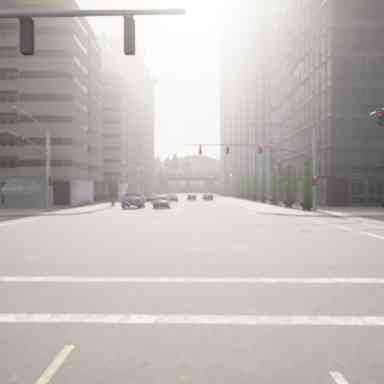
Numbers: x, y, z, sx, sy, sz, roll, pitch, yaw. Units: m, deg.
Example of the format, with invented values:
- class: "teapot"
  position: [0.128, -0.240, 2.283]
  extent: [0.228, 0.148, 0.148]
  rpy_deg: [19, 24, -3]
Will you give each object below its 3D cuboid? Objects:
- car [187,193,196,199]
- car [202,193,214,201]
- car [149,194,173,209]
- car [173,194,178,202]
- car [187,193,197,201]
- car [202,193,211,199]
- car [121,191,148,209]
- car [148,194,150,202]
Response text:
- class: "car"
  position: [-0.042, 0.986, 78.295]
  extent: [1.994, 1.385, 4.181]
  rpy_deg: [0, 0, 0]
- class: "car"
  position: [3.462, 1.016, 69.803]
  extent: [1.837, 1.490, 4.892]
  rpy_deg: [0, 0, 0]
- class: "car"
  position: [-3.611, 1.232, 39.802]
  extent: [1.837, 1.490, 4.892]
  rpy_deg: [0, 0, 0]
- class: "car"
  position: [-3.549, 1.061, 60.780]
  extent: [1.882, 1.535, 5.008]
  rpy_deg: [0, 0, 0]
- class: "car"
  position: [-0.037, 1.002, 68.967]
  extent: [1.882, 1.535, 5.008]
  rpy_deg: [0, 0, 0]
- class: "car"
  position: [3.458, 0.991, 78.471]
  extent: [1.994, 1.385, 4.181]
  rpy_deg: [0, 0, 0]
- class: "car"
  position: [-7.114, 0.941, 40.554]
  extent: [2.150, 2.045, 5.566]
  rpy_deg: [0, 1, 0]
- class: "car"
  position: [-7.057, 1.071, 59.292]
  extent: [1.882, 1.535, 5.008]
  rpy_deg: [0, 0, 0]
